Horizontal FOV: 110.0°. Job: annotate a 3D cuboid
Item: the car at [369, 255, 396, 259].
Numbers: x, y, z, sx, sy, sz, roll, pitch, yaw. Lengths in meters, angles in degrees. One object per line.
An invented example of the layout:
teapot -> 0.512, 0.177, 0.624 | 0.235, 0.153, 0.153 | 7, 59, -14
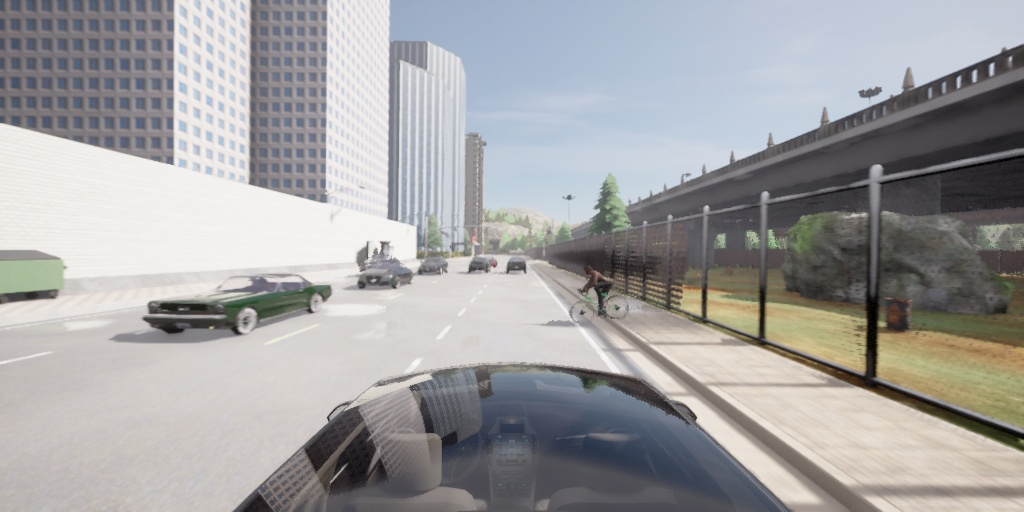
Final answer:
car -> -10.186, 0.635, 28.115 | 2.128, 1.511, 4.902 | 1, 1, 1

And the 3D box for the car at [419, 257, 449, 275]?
car -> -6.722, 0.822, 31.104 | 1.837, 1.490, 4.892 | 1, 1, 1

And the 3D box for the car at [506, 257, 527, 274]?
car -> 0.444, 0.853, 34.670 | 1.882, 1.535, 5.008 | 1, 0, 1

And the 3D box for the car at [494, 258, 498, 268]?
car -> -2.931, 0.754, 46.606 | 1.994, 1.385, 4.181 | 1, 1, 1

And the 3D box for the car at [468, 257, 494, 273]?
car -> -3.060, 0.835, 34.476 | 1.837, 1.490, 4.892 | 1, 1, 1

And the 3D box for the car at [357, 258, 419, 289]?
car -> -6.884, 1.009, 19.885 | 1.994, 1.385, 4.181 | 1, 1, 1

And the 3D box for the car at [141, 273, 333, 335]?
car -> -7.015, 1.160, 9.886 | 1.895, 1.301, 4.718 | 1, 1, 1

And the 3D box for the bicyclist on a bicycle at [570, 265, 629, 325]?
bicyclist on a bicycle -> 2.359, 1.054, 9.962 | 1.656, 1.620, 0.582 | -9, 1, 1
